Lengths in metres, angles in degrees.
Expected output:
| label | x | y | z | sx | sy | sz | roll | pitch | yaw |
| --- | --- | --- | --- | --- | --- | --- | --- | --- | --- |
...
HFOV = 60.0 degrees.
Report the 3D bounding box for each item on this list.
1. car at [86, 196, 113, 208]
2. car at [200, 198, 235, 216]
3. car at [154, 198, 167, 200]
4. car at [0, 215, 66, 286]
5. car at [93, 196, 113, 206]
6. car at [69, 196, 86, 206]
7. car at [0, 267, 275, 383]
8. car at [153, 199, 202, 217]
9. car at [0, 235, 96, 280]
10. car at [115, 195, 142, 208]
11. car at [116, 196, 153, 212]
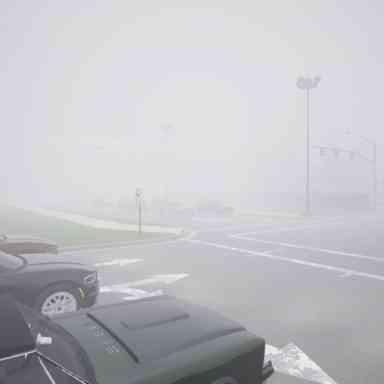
| label | x | y | z | sx | sy | sz | roll | pitch | yaw |
| --- | --- | --- | --- | --- | --- | --- | --- | --- | --- |
| car | -12.948 | 1.478 | 47.452 | 1.882 | 1.535 | 5.008 | 0 | 0 | -36 |
| car | 2.041 | 1.601 | 32.847 | 1.895 | 1.301 | 4.718 | 0 | 0 | -36 |
| car | -3.434 | 1.505 | 40.337 | 1.837 | 1.490 | 4.892 | 0 | 0 | -36 |
| car | -5.934 | 1.478 | 8.133 | 5.008 | 1.535 | 1.882 | 0 | 0 | -35 |
| car | -15.169 | 1.504 | 56.539 | 1.837 | 1.490 | 4.892 | 0 | 0 | -35 |
| car | -19.440 | 1.478 | 56.502 | 1.882 | 1.535 | 5.008 | 0 | 0 | -35 |
| car | -1.535 | 1.601 | 2.665 | 4.718 | 1.301 | 1.895 | 0 | 0 | -35 |
| car | -1.502 | 1.601 | 31.763 | 1.895 | 1.301 | 4.718 | 0 | 0 | -36 |
| car | -3.994 | 1.478 | 5.215 | 5.008 | 1.535 | 1.882 | 0 | 0 | -35 |
| car | -9.301 | 1.352 | 48.377 | 2.097 | 1.767 | 4.553 | 0 | 0 | -36 |
| car | -6.833 | 1.352 | 39.057 | 2.097 | 1.767 | 4.553 | 0 | 0 | -36 |
